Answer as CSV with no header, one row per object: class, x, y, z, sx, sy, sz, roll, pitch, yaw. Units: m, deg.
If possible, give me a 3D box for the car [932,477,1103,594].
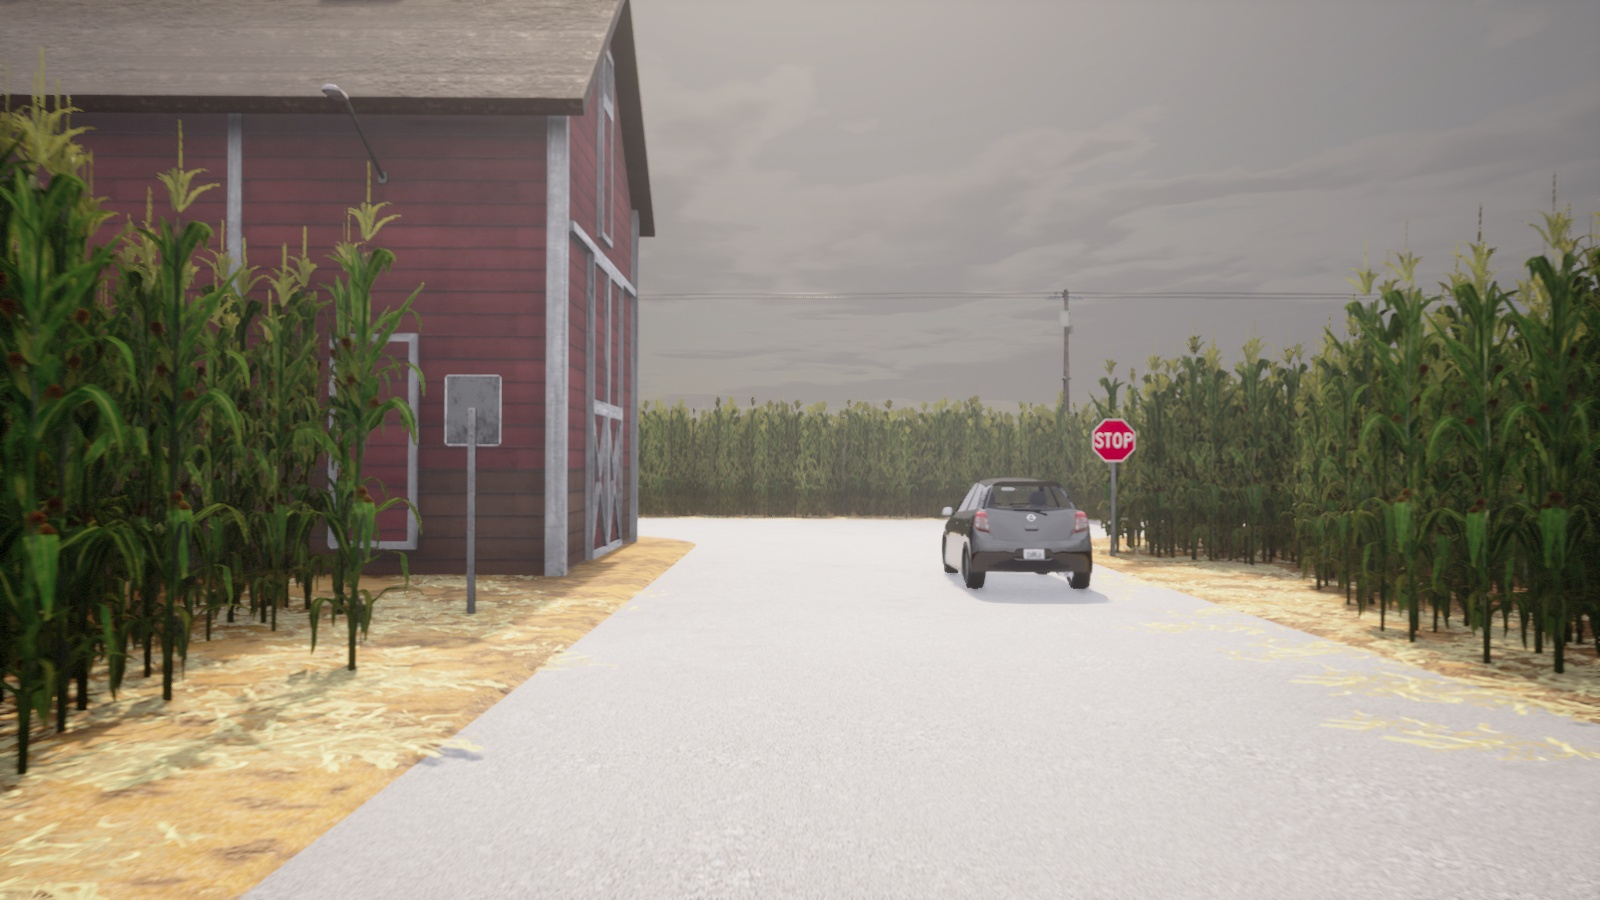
car,3.055,1.170,18.336,1.845,1.501,3.633,0,-1,0
